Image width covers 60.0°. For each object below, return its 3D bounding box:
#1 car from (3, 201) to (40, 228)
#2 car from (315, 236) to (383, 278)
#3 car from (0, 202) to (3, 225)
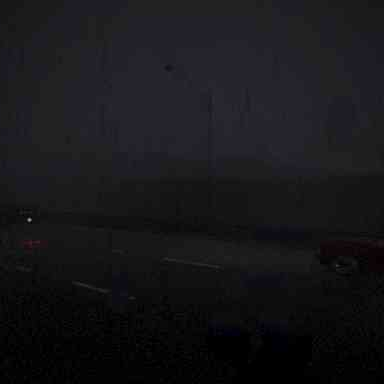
[{"bbox_3d":[-11.428,1.344,20.782,4.892,1.490,1.837,1,0,36],"label":"car"},{"bbox_3d":[5.737,1.599,8.500,4.718,1.301,1.895,1,0,36],"label":"car"},{"bbox_3d":[-11.808,1.332,16.742,5.008,1.535,1.882,0,0,36],"label":"car"}]
